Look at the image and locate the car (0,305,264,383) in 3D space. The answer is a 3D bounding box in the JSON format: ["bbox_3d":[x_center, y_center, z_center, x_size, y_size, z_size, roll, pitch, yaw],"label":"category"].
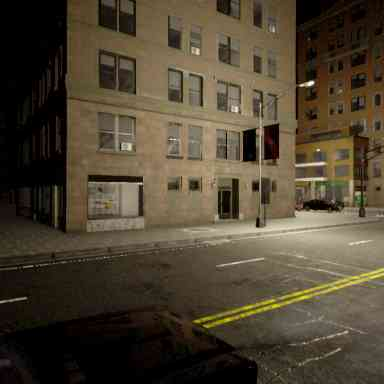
[{"bbox_3d":[-1.700,1.601,2.230,4.718,1.301,1.895,0,0,-35],"label":"car"}]

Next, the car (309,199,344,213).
[{"bbox_3d":[14.563,1.516,37.435,1.812,1.442,4.674,0,0,-35],"label":"car"}]

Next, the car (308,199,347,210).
[{"bbox_3d":[17.405,1.576,42.947,1.947,1.339,4.313,0,0,-35],"label":"car"}]

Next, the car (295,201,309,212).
[{"bbox_3d":[10.828,1.420,38.350,1.967,1.590,4.097,0,0,-35],"label":"car"}]
